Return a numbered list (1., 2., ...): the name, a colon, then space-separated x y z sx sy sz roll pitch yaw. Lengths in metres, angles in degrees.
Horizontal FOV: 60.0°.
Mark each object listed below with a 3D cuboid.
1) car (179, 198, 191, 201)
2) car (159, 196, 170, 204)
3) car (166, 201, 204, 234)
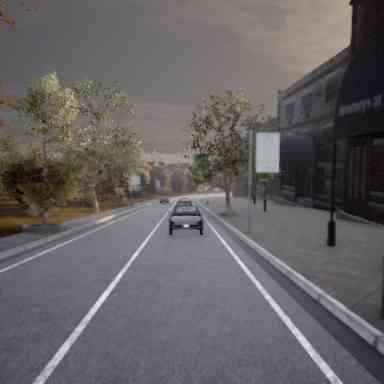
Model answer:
1. car: -0.866 1.474 39.430 1.837 1.490 4.892 0 0 -1
2. car: -5.040 1.520 61.107 2.033 1.411 5.357 0 0 -1
3. car: -0.349 1.475 19.028 2.128 1.511 4.902 0 0 -1
